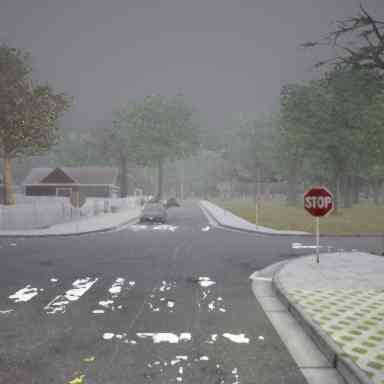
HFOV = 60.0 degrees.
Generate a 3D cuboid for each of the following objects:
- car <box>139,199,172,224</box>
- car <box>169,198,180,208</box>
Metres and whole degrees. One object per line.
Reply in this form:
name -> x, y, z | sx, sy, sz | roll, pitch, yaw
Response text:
car -> -2.778, 1.570, 25.042 | 1.837, 1.490, 4.892 | 0, 0, 0
car -> -2.809, 1.591, 50.825 | 1.882, 1.535, 5.008 | 0, 0, 0
